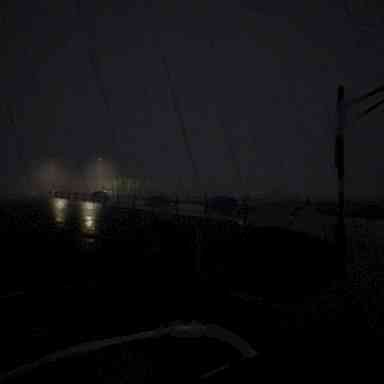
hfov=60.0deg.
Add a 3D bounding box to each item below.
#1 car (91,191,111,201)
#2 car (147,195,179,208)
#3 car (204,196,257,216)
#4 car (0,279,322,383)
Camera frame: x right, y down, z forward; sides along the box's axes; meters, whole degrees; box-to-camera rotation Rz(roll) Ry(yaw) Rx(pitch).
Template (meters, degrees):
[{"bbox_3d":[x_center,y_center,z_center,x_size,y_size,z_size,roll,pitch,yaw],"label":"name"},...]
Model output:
[{"bbox_3d":[-13.893,0.606,50.436,1.812,1.442,4.674,0,1,-35],"label":"car"},{"bbox_3d":[-3.159,0.975,35.401,1.994,1.385,4.181,0,1,-35],"label":"car"},{"bbox_3d":[3.012,1.081,26.792,1.882,1.535,5.008,0,1,-36],"label":"car"},{"bbox_3d":[-1.161,1.492,2.119,4.902,1.511,2.128,0,0,-36],"label":"car"}]
